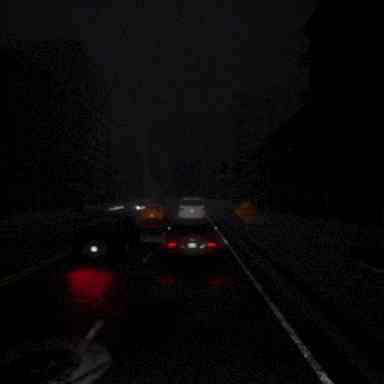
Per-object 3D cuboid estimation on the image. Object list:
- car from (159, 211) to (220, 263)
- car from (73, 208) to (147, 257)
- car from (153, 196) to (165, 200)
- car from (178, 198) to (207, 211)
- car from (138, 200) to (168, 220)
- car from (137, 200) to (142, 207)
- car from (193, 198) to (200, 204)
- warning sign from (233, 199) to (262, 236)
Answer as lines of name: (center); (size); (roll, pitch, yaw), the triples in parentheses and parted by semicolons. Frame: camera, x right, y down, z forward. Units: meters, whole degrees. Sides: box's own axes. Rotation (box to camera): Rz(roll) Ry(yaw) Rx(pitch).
car: (0.015, 1.668, 12.485); (2.033, 1.411, 5.357); (0, -1, 0)
car: (-3.221, 1.636, 13.440); (1.837, 1.490, 4.892); (0, 0, 1)
car: (-6.482, 1.856, 65.870); (2.150, 2.045, 5.566); (0, -1, 0)
car: (0.022, 1.487, 27.542); (2.150, 2.045, 5.566); (0, 0, 0)
car: (-3.207, 1.756, 29.200); (1.882, 1.535, 5.008); (0, 0, 1)
car: (-9.730, 2.233, 65.874); (1.895, 1.301, 4.718); (0, -1, 0)
car: (1.174, 2.352, 87.141); (1.837, 1.490, 4.892); (0, -1, 0)
warning sign: (2.851, 1.279, 17.151); (1.300, 1.860, 1.060); (0, -1, 0)
